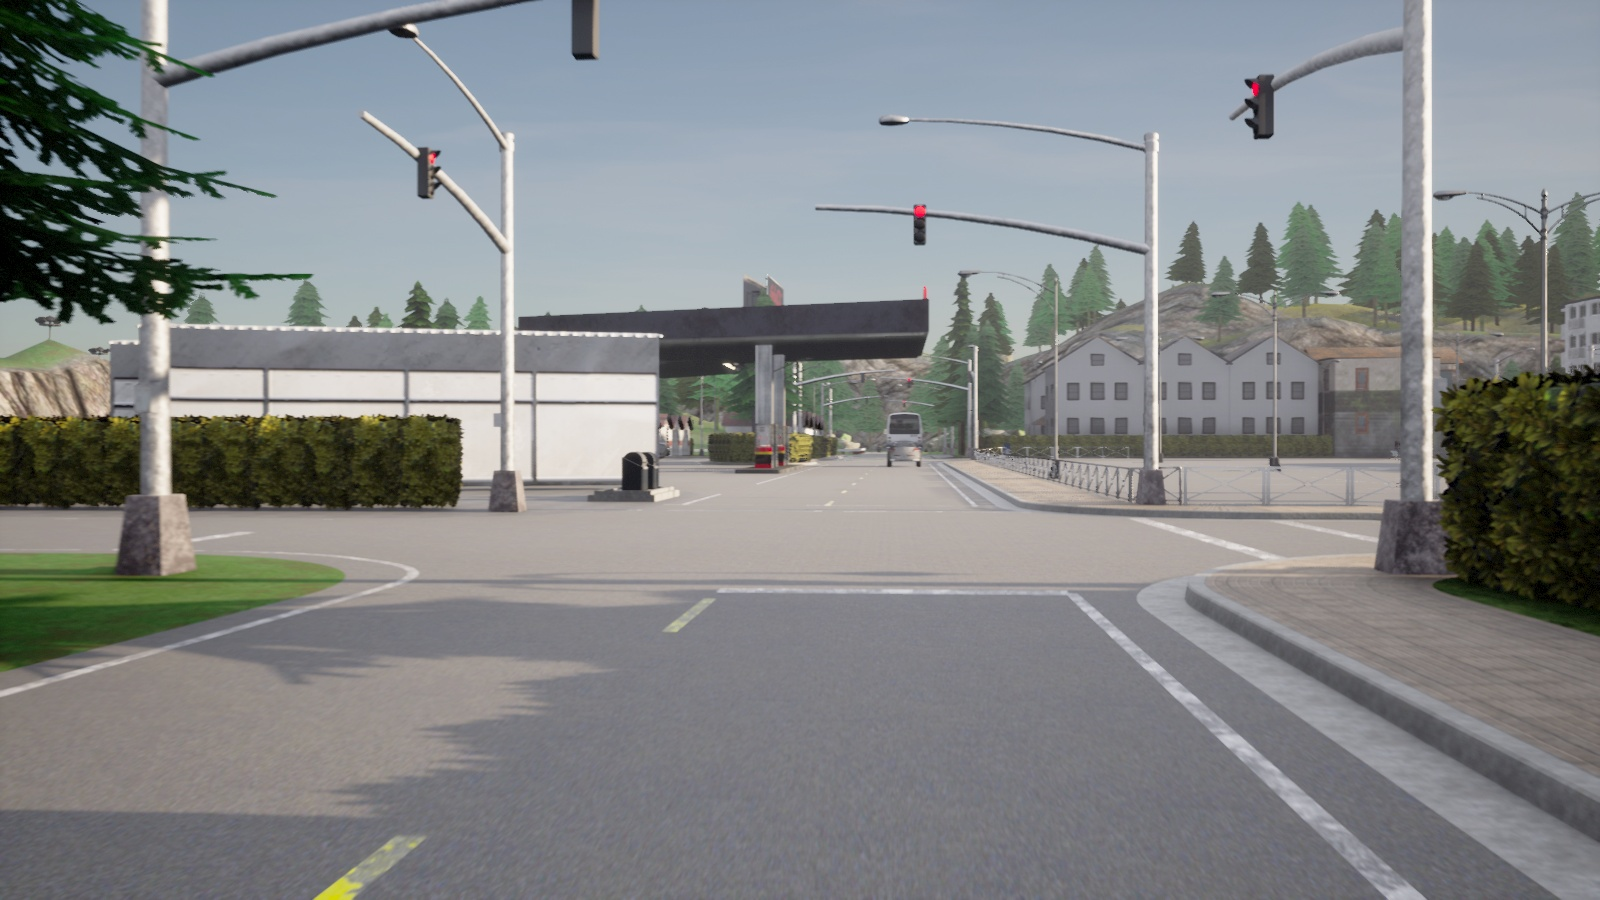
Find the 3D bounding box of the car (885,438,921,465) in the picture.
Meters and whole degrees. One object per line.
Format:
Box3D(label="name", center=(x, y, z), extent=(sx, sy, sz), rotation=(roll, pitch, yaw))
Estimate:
Box3D(label="car", center=(6.473, 0.087, 78.905), extent=(2.152, 1.651, 5.027), rotation=(0, 0, 5))
